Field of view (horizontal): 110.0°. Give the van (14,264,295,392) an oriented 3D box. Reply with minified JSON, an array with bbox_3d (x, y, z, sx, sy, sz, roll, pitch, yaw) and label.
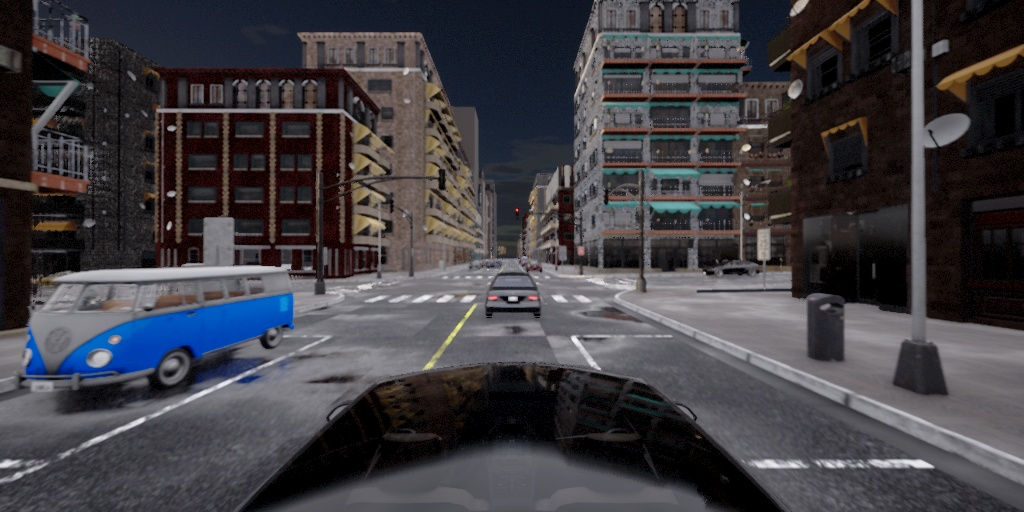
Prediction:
[{"bbox_3d":[-5.803,1.093,6.529,1.690,1.789,3.998,0,0,0],"label":"van"}]

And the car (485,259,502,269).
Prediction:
[{"bbox_3d":[-3.061,1.351,56.782,1.994,1.385,4.181,0,0,0],"label":"car"}]

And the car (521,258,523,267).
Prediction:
[{"bbox_3d":[2.697,1.332,49.957,2.007,1.370,4.403,0,0,0],"label":"car"}]

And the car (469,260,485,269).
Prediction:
[{"bbox_3d":[-5.684,1.336,55.493,2.007,1.370,4.403,0,0,0],"label":"car"}]

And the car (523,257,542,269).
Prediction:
[{"bbox_3d":[2.696,1.217,44.423,1.967,1.591,4.097,0,0,0],"label":"car"}]

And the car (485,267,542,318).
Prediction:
[{"bbox_3d":[0.048,1.303,13.059,2.033,1.411,5.357,0,0,0],"label":"car"}]

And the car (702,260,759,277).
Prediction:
[{"bbox_3d":[18.273,1.027,29.981,4.313,1.339,1.948,0,0,0],"label":"car"}]
